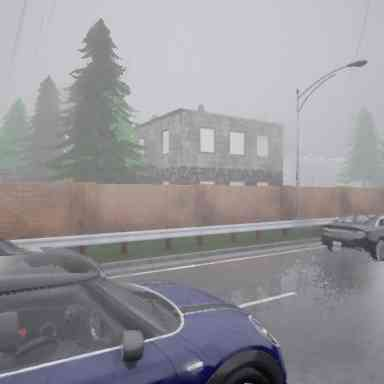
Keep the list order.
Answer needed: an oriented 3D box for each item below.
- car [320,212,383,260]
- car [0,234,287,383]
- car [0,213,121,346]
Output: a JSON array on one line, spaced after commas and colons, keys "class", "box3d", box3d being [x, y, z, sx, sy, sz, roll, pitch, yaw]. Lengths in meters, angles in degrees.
[{"class": "car", "box3d": [6.837, 1.492, 12.336, 4.902, 1.511, 2.128, 0, 0, -33]}, {"class": "car", "box3d": [-1.311, 1.351, 2.858, 4.553, 1.767, 2.097, 0, 0, -33]}, {"class": "car", "box3d": [-3.731, 1.351, 5.457, 4.553, 1.767, 2.097, 0, 0, -33]}]
